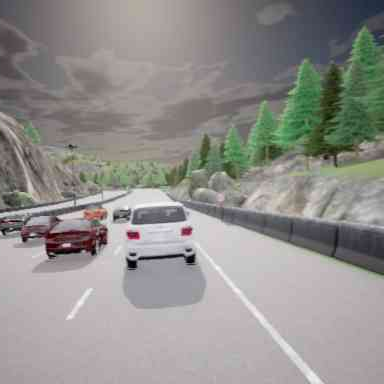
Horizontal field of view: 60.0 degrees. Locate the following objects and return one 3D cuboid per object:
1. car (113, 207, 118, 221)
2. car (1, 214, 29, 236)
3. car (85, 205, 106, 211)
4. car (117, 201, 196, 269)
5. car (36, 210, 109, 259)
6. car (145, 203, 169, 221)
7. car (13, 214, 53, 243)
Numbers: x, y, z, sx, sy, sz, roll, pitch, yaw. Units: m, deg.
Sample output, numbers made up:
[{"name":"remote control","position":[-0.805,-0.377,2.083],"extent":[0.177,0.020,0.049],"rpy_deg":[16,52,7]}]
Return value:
[{"name":"car","position":[-7.180,2.184,34.955],"extent":[2.128,1.511,4.902],"rpy_deg":[-3,0,-6]},{"name":"car","position":[-13.264,2.474,26.302],"extent":[2.128,1.511,4.902],"rpy_deg":[-3,0,-6]},{"name":"car","position":[-11.078,2.294,38.378],"extent":[2.097,1.767,4.553],"rpy_deg":[-3,0,-6]},{"name":"car","position":[-1.190,1.387,12.172],"extent":[2.150,2.045,5.566],"rpy_deg":[-3,0,-6]},{"name":"car","position":[-4.996,1.888,14.969],"extent":[1.882,1.535,5.008],"rpy_deg":[-3,0,-6]},{"name":"car","position":[-3.519,1.963,33.619],"extent":[2.128,1.511,4.902],"rpy_deg":[-3,0,-6]},{"name":"car","position":[-9.164,2.227,20.930],"extent":[1.812,1.442,4.674],"rpy_deg":[-3,0,-6]}]
